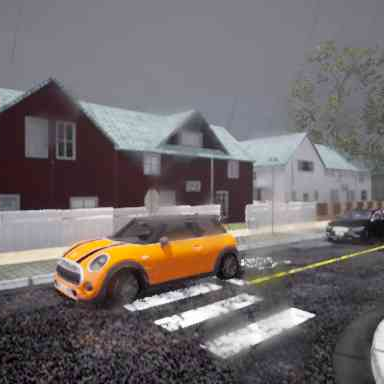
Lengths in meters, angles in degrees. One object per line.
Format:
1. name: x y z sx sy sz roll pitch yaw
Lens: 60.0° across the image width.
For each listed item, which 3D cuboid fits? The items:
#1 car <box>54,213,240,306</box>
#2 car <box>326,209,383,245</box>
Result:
1. car: -0.914 1.375 8.265 4.553 1.767 2.097 0 0 -41
2. car: 8.399 1.609 16.377 4.902 1.511 2.128 1 0 -41
